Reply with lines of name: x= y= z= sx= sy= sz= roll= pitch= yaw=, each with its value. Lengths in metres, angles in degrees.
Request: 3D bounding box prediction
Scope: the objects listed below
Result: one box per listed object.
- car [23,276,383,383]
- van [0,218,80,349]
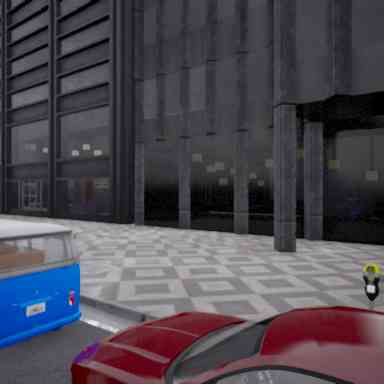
car: x=0.972 y=1.544 z=2.271 sx=4.507 sy=1.381 sz=1.887 roll=0 pitch=0 yaw=36
van: x=-3.592 y=1.330 z=5.530 sx=3.998 sy=1.788 sz=1.690 roll=0 pitch=0 yaw=36
